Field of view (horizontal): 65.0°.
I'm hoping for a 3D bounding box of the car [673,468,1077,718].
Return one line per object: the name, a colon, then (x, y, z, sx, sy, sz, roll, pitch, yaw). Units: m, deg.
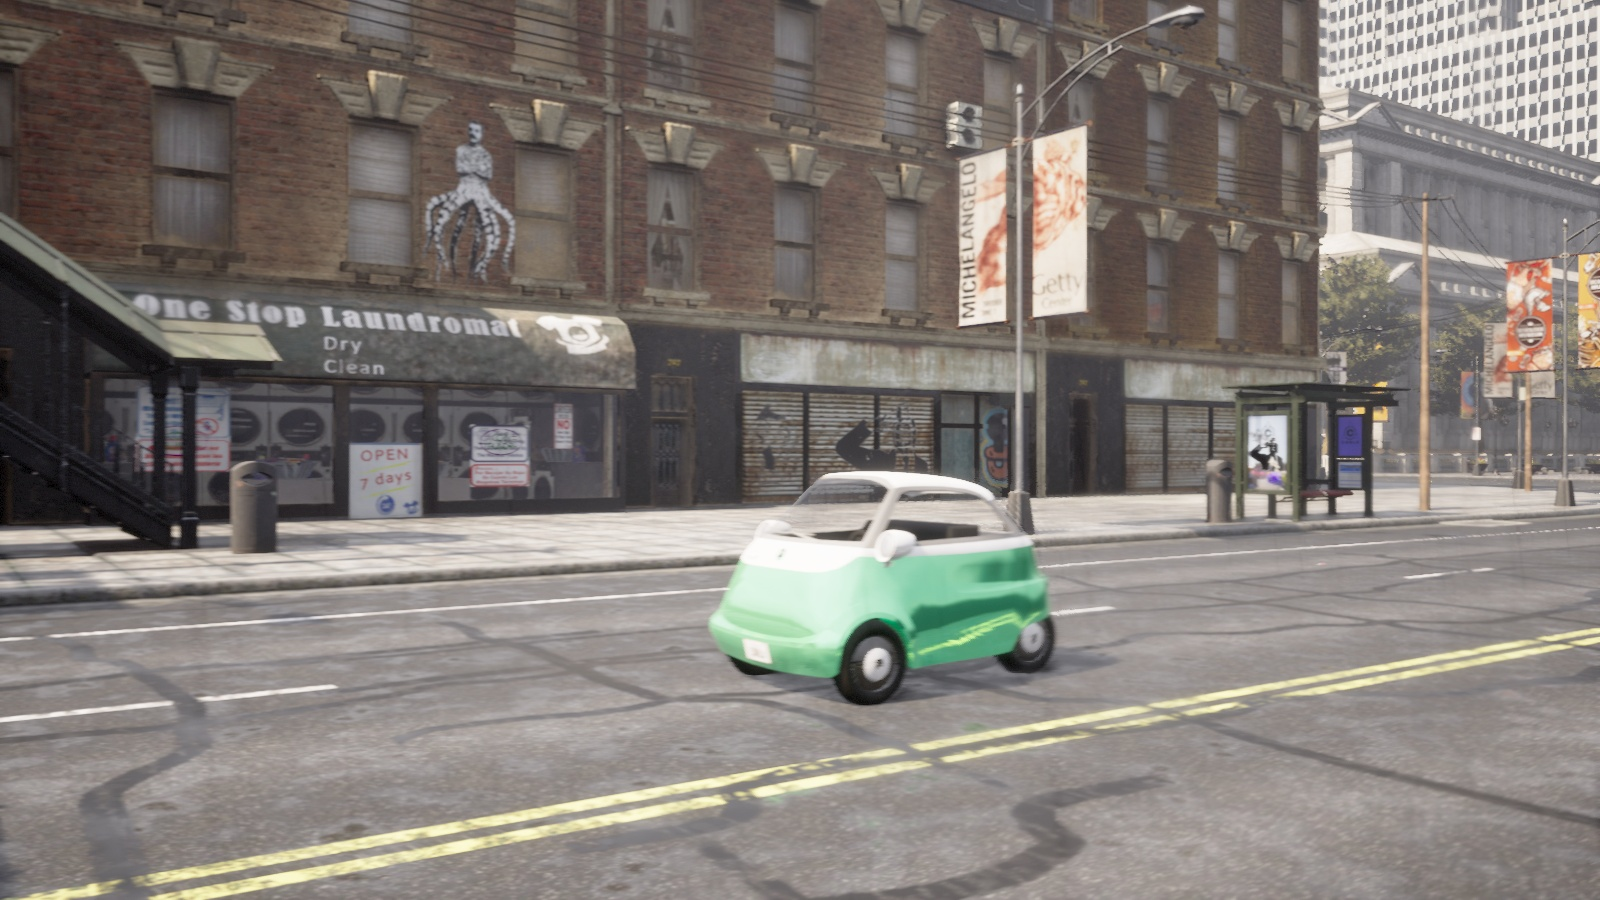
car: (0.500, 0.819, 8.273, 2.207, 1.376, 1.481, 0, 0, -35)
